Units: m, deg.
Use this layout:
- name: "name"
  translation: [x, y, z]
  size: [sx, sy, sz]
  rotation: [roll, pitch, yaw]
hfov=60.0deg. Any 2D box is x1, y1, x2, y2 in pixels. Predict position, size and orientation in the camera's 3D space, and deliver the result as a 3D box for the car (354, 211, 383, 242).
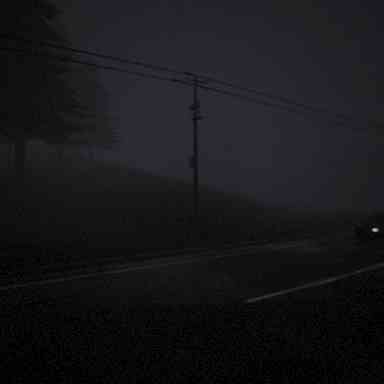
- name: "car"
  translation: [9.234, 1.575, 15.380]
  size: [4.181, 1.385, 1.994]
  rotation: [0, 0, -42]
